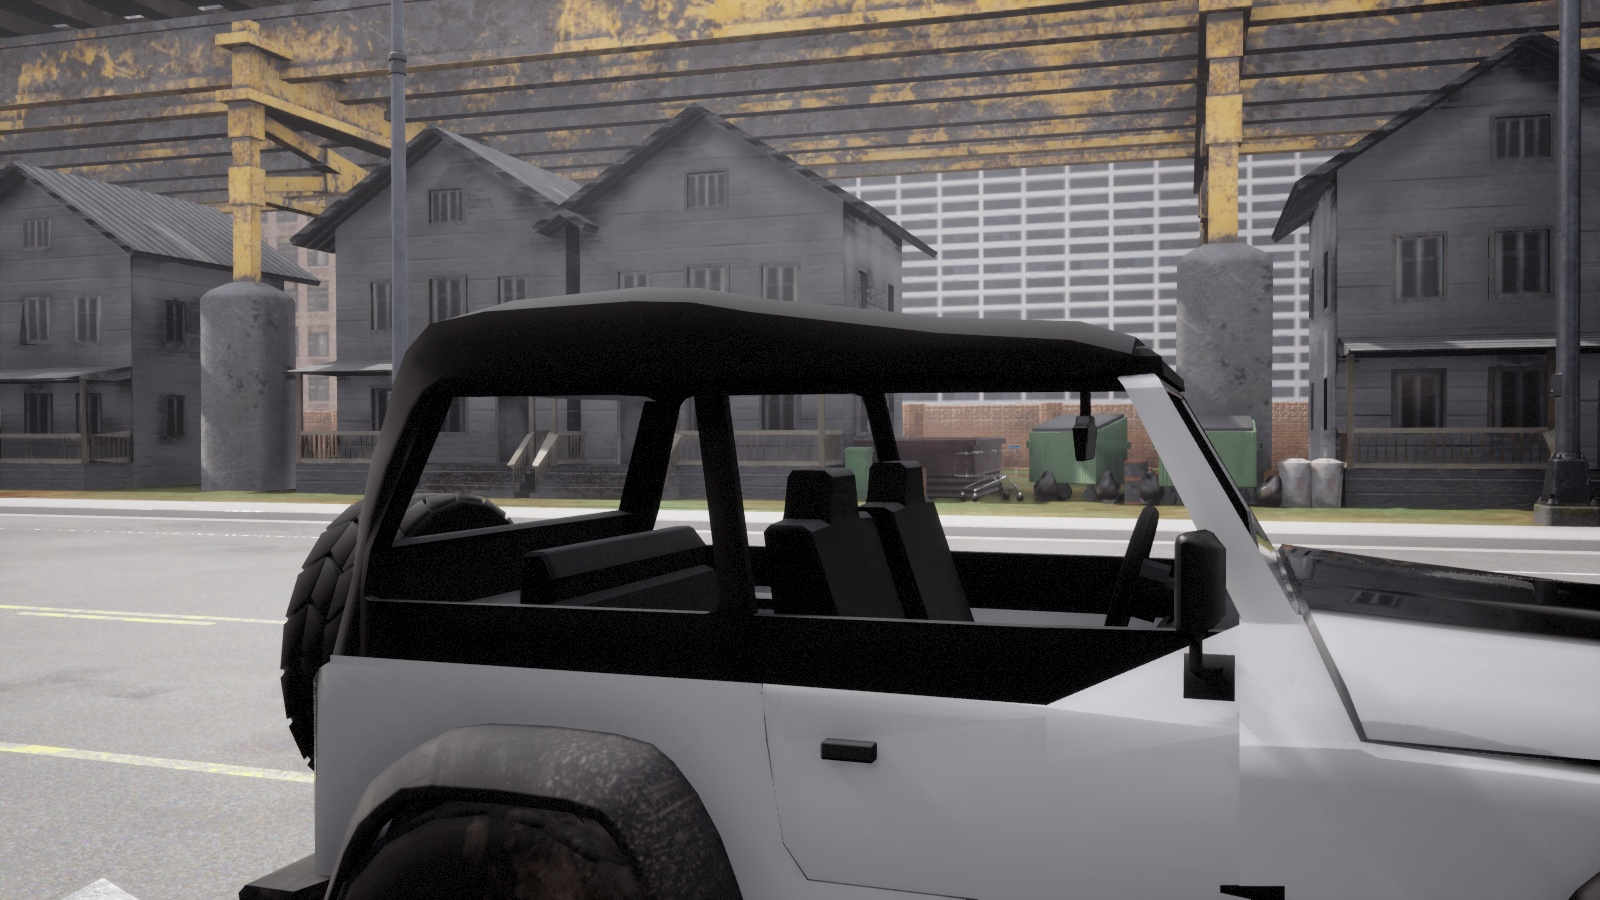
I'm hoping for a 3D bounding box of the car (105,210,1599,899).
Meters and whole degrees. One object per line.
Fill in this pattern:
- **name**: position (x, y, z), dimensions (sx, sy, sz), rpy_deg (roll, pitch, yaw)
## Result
- **car**: position (0.641, 0.577, 2.981), dimensions (3.866, 1.878, 1.905), rpy_deg (1, 1, 19)
